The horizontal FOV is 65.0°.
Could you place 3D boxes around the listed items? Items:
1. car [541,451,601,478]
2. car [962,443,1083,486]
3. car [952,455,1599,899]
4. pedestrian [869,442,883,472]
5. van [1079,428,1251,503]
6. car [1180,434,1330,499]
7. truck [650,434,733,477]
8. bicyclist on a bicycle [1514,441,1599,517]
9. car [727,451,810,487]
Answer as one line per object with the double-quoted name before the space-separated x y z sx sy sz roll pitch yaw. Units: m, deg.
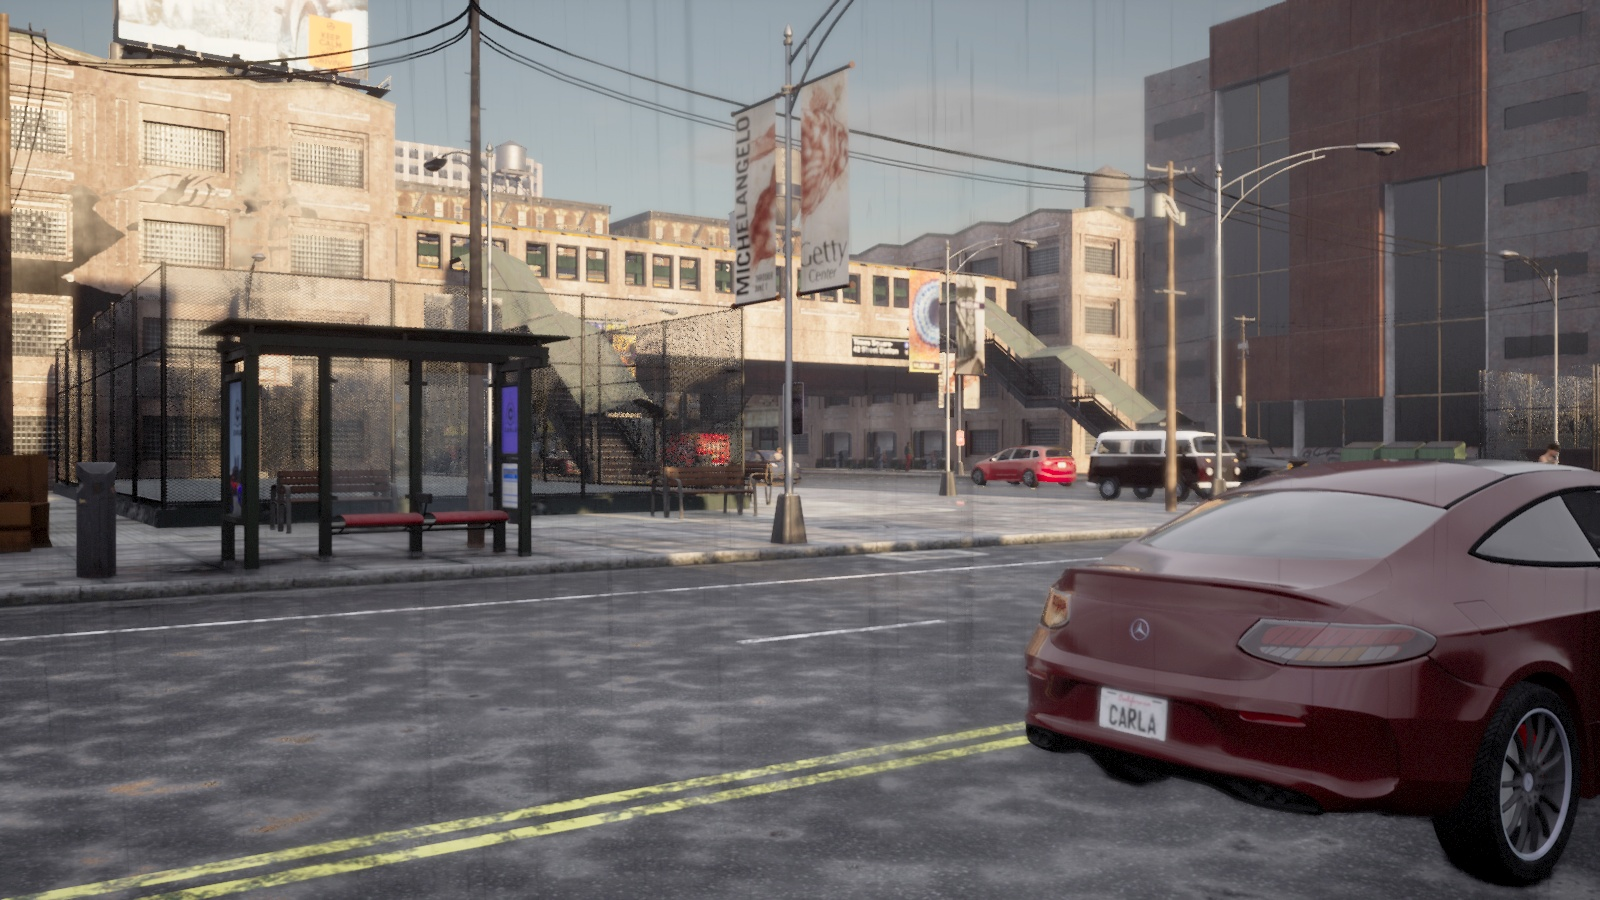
"car" -12.973 0.802 70.971 1.970 1.475 3.806 0 0 -34
"car" 8.985 0.562 51.085 2.242 1.667 4.611 0 0 -34
"car" 3.059 0.758 5.776 4.674 1.442 1.812 0 0 -35
"pedestrian" 4.676 0.406 77.303 0.694 1.848 0.540 0 0 34
"van" 10.510 0.431 36.462 2.069 2.038 4.480 0 0 -34
"car" 13.709 0.486 37.985 1.905 1.878 3.866 0 0 -34
"truck" -6.433 0.318 73.791 2.627 2.467 5.204 0 0 -34
"bicyclist on a bicycle" 16.646 0.607 27.506 0.866 1.612 1.509 0 0 -34
"car" -1.383 0.785 53.844 1.845 1.501 3.633 0 0 -34
